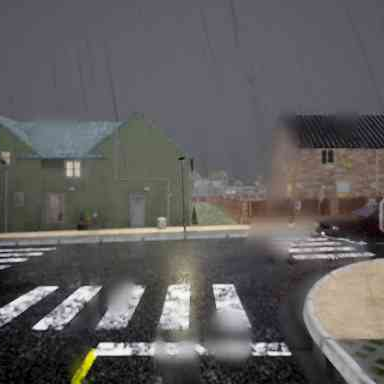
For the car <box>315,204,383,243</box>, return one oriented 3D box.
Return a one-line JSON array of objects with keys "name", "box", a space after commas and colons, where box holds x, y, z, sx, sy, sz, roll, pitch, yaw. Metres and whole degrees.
[{"name": "car", "box": [8.000, 1.209, 13.755, 5.357, 1.411, 2.033, -2, 0, -3]}]
